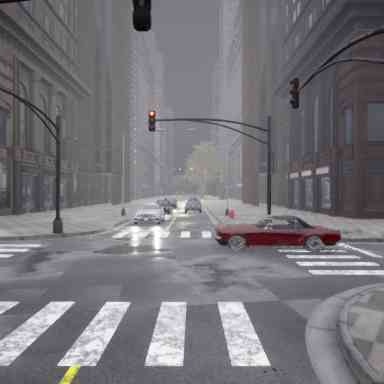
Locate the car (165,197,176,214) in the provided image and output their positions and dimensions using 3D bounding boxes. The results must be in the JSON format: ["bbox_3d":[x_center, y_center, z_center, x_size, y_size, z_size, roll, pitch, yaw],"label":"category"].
[{"bbox_3d":[-3.059,1.552,34.959,2.033,1.411,5.357,0,0,0],"label":"car"}]

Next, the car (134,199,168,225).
[{"bbox_3d":[-3.070,1.526,24.549,1.812,1.442,4.674,0,0,0],"label":"car"}]

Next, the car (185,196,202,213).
[{"bbox_3d":[0.135,1.554,37.900,2.033,1.411,5.357,0,0,0],"label":"car"}]

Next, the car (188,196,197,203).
[{"bbox_3d":[0.184,1.573,69.813,1.812,1.442,4.674,0,0,0],"label":"car"}]

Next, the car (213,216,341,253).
[{"bbox_3d":[3.188,1.611,13.198,4.718,1.301,1.895,0,0,0],"label":"car"}]
